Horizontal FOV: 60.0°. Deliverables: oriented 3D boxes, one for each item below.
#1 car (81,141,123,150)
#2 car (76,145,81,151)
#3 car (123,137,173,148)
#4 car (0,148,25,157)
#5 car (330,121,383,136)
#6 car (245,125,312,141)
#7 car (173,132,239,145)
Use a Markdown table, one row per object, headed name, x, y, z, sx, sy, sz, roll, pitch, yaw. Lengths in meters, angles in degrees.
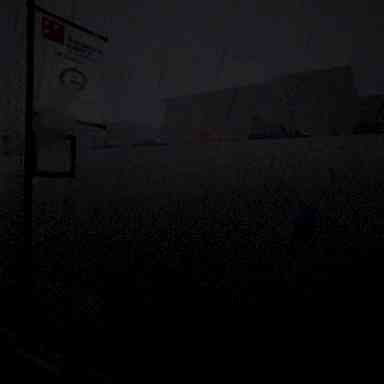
| name | x | y | z | sx | sy | sz | roll | pitch | yaw |
| --- | --- | --- | --- | --- | --- | --- | --- | --- | --- |
| car | -8.004 | -4.198 | 32.125 | 4.892 | 1.521 | 2.231 | 2 | 1 | 34 |
| car | -12.570 | -4.321 | 35.223 | 4.892 | 1.521 | 2.231 | 1 | 1 | 34 |
| car | -3.357 | -4.016 | 29.098 | 4.674 | 1.452 | 2.002 | 2 | 1 | 33 |
| car | -21.611 | -4.666 | 41.377 | 4.553 | 1.767 | 2.185 | 1 | 1 | 34 |
| car | 11.102 | -3.584 | 20.558 | 4.792 | 1.488 | 2.163 | 2 | 1 | 29 |
| car | 6.110 | -3.889 | 23.356 | 4.553 | 1.767 | 2.185 | 2 | 1 | 31 |
| car | 1.355 | -3.910 | 26.171 | 5.008 | 1.535 | 2.097 | 2 | 1 | 32 |
